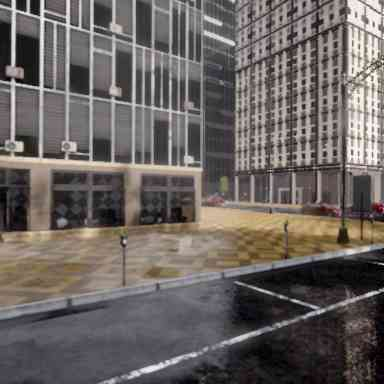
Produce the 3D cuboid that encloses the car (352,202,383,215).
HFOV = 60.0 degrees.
[{"bbox_3d":[18.545,1.708,35.219,1.802,1.307,4.206,1,0,-32],"label":"car"}]

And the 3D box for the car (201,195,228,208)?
[{"bbox_3d":[3.025,1.475,44.473,1.802,1.307,4.206,1,0,-33],"label":"car"}]

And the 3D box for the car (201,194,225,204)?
[{"bbox_3d":[3.638,1.270,58.311,1.967,1.590,4.097,1,0,-35],"label":"car"}]

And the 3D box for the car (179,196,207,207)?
[{"bbox_3d":[0.074,1.360,48.968,1.752,1.417,4.829,1,0,-33],"label":"car"}]

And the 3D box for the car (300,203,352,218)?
[{"bbox_3d":[11.929,1.654,30.523,1.802,1.307,4.206,1,0,-32],"label":"car"}]
